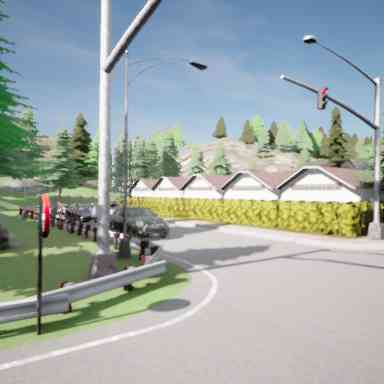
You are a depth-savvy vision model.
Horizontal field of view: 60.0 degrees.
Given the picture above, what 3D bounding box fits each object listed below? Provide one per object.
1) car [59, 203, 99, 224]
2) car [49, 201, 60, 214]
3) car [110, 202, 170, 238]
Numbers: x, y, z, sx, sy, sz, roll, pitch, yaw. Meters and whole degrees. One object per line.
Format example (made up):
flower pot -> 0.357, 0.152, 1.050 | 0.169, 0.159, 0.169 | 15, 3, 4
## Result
car -> -9.098, 1.849, 27.652 | 2.033, 1.411, 5.357 | 1, -1, -35
car -> -15.451, 1.809, 37.002 | 1.837, 1.490, 4.892 | 1, -1, -32
car -> -3.134, 1.652, 19.177 | 2.097, 1.767, 4.553 | 1, -1, -35
